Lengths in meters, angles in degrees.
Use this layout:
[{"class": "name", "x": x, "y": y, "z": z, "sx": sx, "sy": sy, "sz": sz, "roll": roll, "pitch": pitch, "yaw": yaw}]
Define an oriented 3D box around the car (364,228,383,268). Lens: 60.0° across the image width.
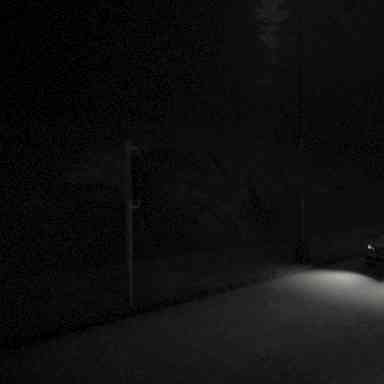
[{"class": "car", "x": 7.211, "y": 1.571, "z": 10.487, "sx": 4.674, "sy": 1.442, "sz": 1.812, "roll": 0, "pitch": -1, "yaw": -39}]
